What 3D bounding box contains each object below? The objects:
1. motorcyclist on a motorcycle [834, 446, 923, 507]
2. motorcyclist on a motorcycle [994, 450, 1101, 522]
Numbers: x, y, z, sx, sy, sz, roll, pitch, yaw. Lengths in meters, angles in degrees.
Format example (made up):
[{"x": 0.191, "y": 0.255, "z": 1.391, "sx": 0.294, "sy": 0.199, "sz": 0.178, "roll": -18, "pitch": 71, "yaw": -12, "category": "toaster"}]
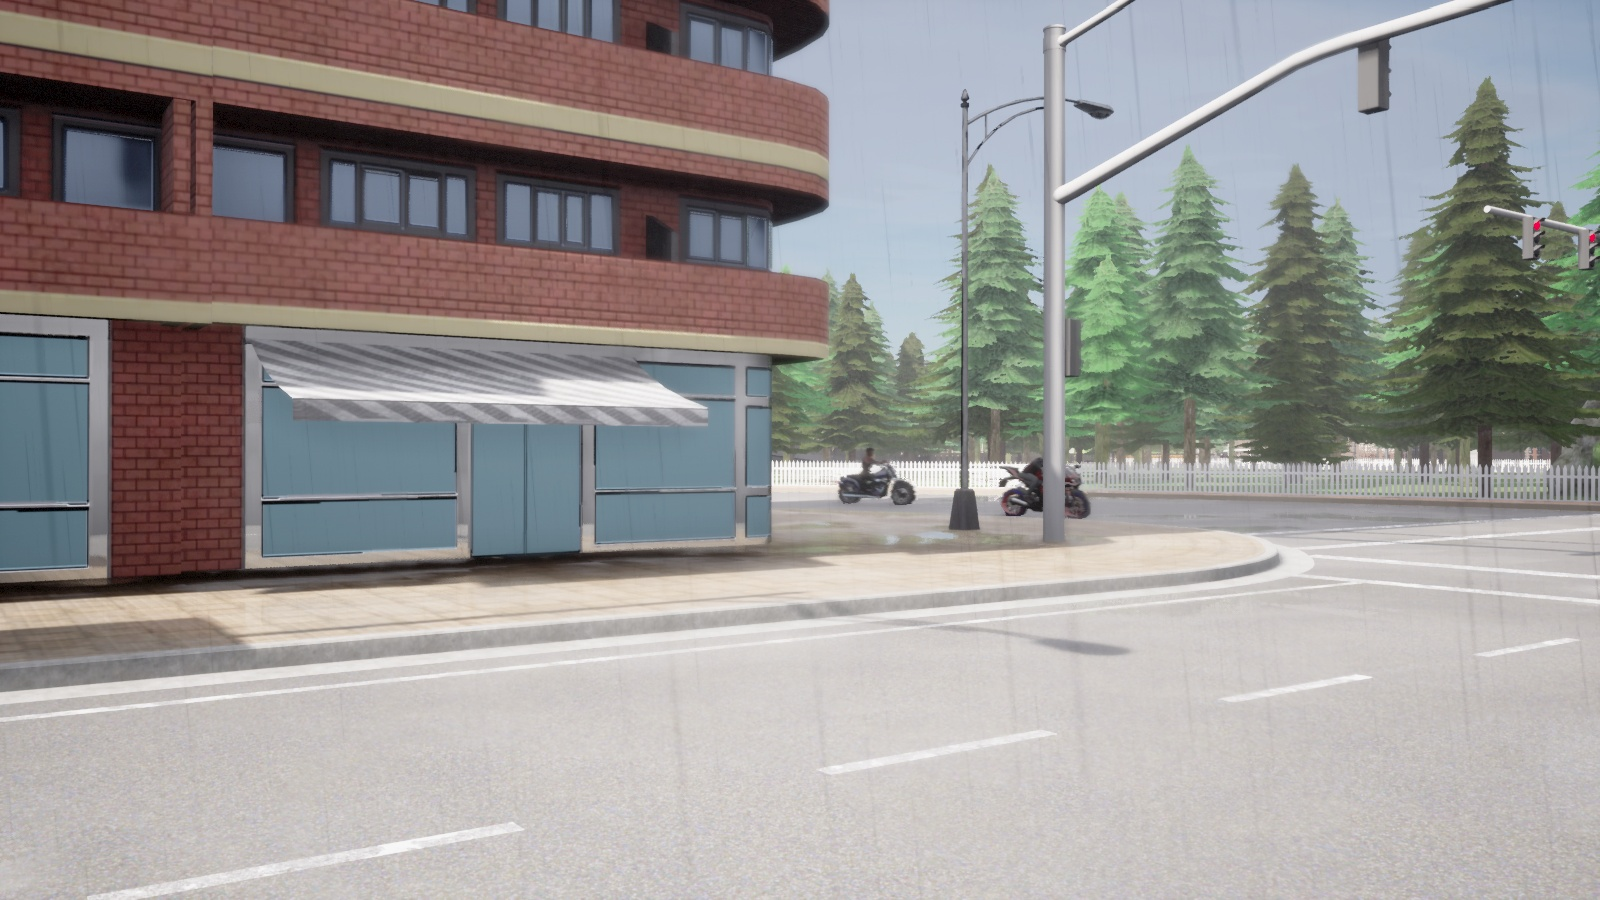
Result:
[{"x": 2.171, "y": 0.720, "z": 34.740, "sx": 2.350, "sy": 1.649, "sz": 0.766, "roll": 0, "pitch": 0, "yaw": 30, "category": "motorcyclist on a motorcycle"}, {"x": 5.515, "y": 0.781, "z": 28.051, "sx": 2.191, "sy": 1.530, "sz": 0.866, "roll": 0, "pitch": 0, "yaw": 40, "category": "motorcyclist on a motorcycle"}]
